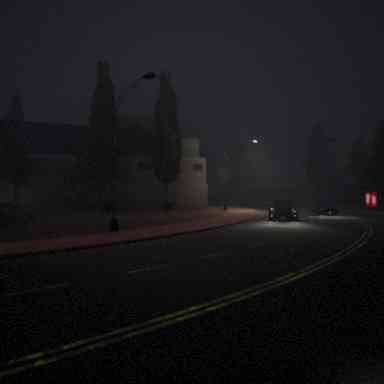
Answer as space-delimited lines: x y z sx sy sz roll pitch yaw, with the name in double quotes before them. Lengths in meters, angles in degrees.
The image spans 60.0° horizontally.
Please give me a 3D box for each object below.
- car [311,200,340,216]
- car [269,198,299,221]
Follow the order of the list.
"car" 12.729 1.456 32.063 2.033 1.411 5.357 0 0 12
"car" 7.356 1.301 26.333 2.097 1.767 4.553 -1 0 19
